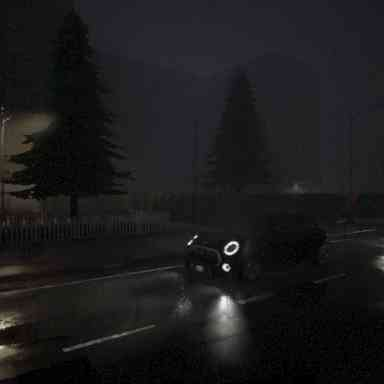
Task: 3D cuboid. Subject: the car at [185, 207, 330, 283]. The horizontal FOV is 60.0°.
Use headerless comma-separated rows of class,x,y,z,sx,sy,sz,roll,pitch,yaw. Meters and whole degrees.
car,2.004,1.350,9.787,4.553,1.767,2.097,0,0,-36
